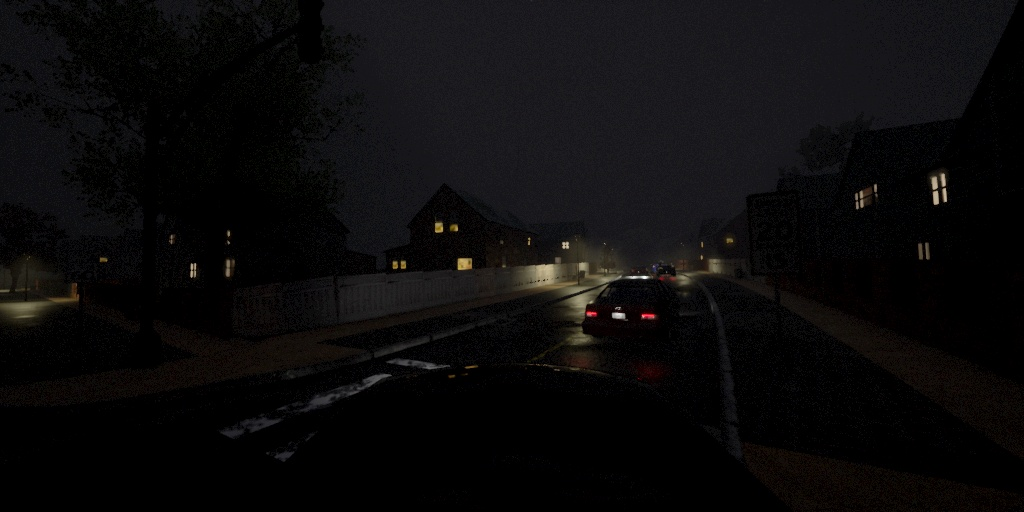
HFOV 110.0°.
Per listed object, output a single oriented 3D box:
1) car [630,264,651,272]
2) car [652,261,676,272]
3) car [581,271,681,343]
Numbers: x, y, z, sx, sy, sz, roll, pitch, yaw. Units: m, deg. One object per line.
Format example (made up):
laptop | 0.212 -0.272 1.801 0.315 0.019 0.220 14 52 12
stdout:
car | 15.259 1.667 43.105 1.994 1.385 4.181 -2 -1 20
car | 16.838 1.470 39.369 2.128 1.511 4.902 -2 -1 20
car | 3.471 1.327 9.845 2.033 1.411 5.357 -3 -1 28
